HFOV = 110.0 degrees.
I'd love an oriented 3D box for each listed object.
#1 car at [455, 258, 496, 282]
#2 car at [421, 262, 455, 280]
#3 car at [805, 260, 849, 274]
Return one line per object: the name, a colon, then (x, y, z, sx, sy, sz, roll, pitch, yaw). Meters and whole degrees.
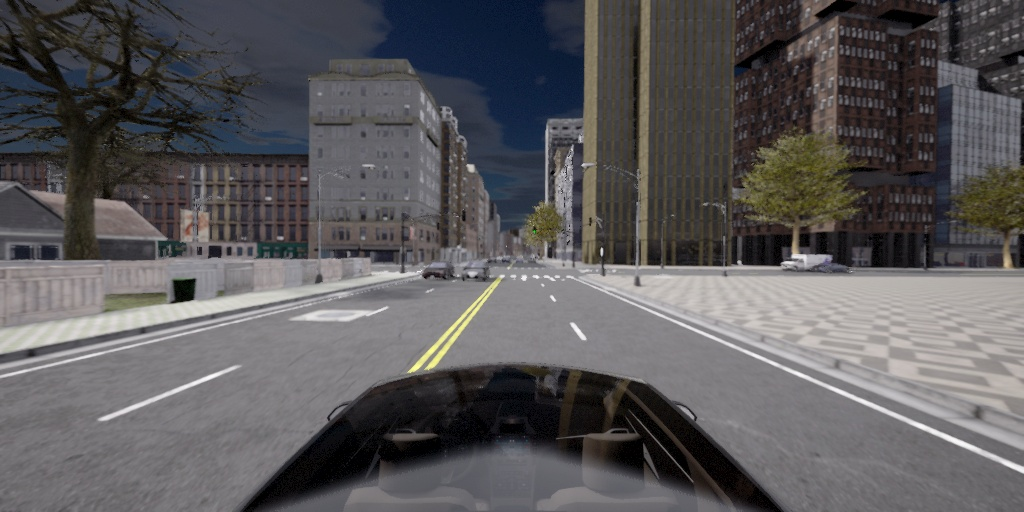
car: (-2.755, 1.157, 28.094, 2.128, 1.511, 4.902, 1, 0, 2)
car: (-5.951, 1.179, 29.802, 2.033, 1.411, 5.357, 1, 0, 2)
car: (42.226, 1.592, 47.692, 4.181, 1.385, 1.994, 1, 1, -5)
